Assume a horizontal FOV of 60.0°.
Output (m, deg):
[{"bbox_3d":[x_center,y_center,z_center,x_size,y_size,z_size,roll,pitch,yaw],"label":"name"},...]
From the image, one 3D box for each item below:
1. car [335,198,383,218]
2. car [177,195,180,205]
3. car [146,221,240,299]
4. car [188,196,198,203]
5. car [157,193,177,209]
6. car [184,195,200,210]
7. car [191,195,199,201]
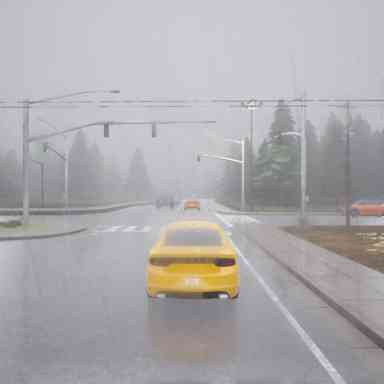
[{"bbox_3d":[15.190,1.379,29.484,4.553,1.767,2.097,0,0,1],"label":"car"},{"bbox_3d":[-3.537,1.352,55.952,2.097,1.767,4.553,0,0,0],"label":"car"},{"bbox_3d":[0.049,1.474,8.513,1.882,1.535,5.008,0,0,1],"label":"car"},{"bbox_3d":[0.302,1.537,72.736,2.033,1.411,5.357,0,0,2],"label":"car"},{"bbox_3d":[-3.592,1.221,45.658,2.150,2.045,5.566,0,0,-1],"label":"car"},{"bbox_3d":[0.020,1.478,42.176,1.882,1.535,5.008,0,0,0],"label":"car"},{"bbox_3d":[0.701,1.442,83.129,1.837,1.490,4.892,0,0,2],"label":"car"}]
